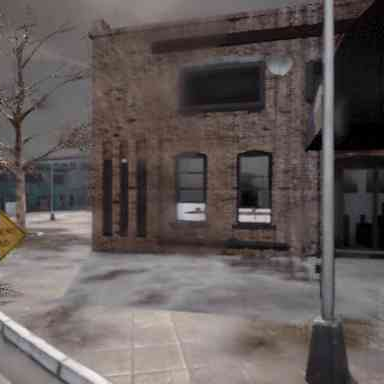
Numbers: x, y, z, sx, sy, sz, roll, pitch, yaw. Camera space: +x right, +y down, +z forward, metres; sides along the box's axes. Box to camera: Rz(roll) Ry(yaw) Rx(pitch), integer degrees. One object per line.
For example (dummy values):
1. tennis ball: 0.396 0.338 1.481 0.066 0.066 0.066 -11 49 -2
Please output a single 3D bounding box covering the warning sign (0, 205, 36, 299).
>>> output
1. warning sign: -4.249 1.239 7.184 1.300 1.860 1.060 2 -1 -43
